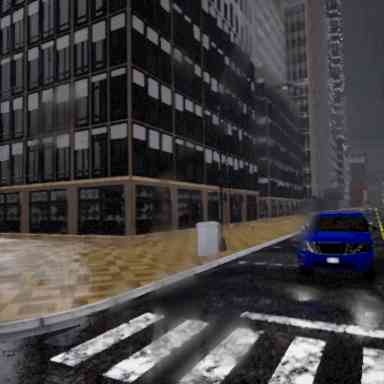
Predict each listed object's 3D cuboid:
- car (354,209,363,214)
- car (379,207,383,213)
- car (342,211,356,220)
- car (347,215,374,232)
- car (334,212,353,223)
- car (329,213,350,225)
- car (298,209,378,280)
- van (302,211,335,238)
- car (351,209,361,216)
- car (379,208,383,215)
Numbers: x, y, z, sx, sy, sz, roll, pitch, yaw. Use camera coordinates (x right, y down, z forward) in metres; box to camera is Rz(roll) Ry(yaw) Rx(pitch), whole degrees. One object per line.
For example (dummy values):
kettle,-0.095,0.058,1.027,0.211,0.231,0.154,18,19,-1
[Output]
car,41.628,4.863,83.308,1.802,1.307,4.206,-3,-3,29
car,47.625,4.535,82.434,1.994,1.385,4.181,-3,-3,29
car,25.623,3.758,54.200,1.802,1.307,4.206,-3,-3,29
car,15.254,2.787,29.956,1.895,1.301,4.718,-3,-3,29
car,20.286,3.358,44.499,2.008,1.369,4.403,-3,-3,29
car,17.619,3.189,39.648,1.947,1.339,4.313,-3,-3,29
car,5.418,1.728,12.130,2.150,2.045,5.566,-3,-3,29
van,9.612,2.410,25.105,1.690,1.788,3.998,-3,-3,29
car,36.293,4.495,73.605,1.802,1.307,4.206,-3,-3,29
car,42.606,4.272,73.300,2.128,1.511,4.902,-3,-3,29
